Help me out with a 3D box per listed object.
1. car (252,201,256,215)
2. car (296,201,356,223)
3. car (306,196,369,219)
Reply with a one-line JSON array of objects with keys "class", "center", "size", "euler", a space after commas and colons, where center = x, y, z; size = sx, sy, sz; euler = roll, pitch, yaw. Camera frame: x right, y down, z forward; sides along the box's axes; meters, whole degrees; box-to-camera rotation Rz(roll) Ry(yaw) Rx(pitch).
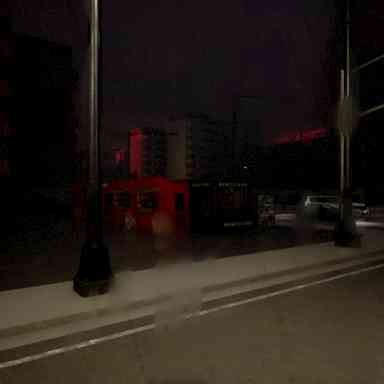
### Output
[{"class": "car", "center": [5.385, 1.685, 34.184], "size": [1.882, 1.535, 5.008], "euler": [0, -1, -36]}, {"class": "car", "center": [10.565, 1.667, 27.023], "size": [1.994, 1.385, 4.181], "euler": [0, -1, -36]}, {"class": "car", "center": [12.785, 1.339, 29.932], "size": [2.150, 2.045, 5.566], "euler": [0, -1, -36]}]
